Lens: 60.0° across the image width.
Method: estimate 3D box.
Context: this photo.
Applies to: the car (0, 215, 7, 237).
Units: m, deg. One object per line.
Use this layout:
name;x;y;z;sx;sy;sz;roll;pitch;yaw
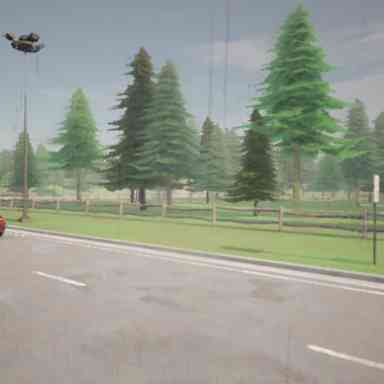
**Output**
car;-10.632;1.385;15.871;4.674;1.442;1.812;1;0;35
